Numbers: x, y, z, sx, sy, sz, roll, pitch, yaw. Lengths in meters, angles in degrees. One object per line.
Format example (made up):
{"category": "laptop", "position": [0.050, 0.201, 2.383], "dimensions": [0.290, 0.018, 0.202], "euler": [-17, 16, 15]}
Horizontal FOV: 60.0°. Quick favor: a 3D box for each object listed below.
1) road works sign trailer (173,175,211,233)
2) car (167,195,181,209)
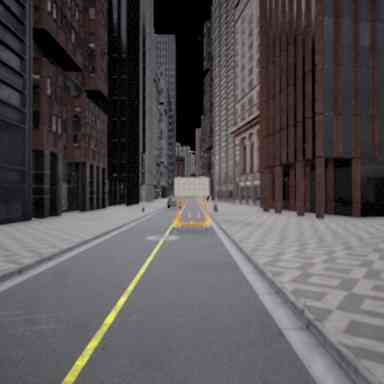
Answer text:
{"category": "road works sign trailer", "position": [-0.002, 0.723, 21.663], "dimensions": [2.380, 3.560, 2.880], "euler": [0, -1, 0]}
{"category": "car", "position": [-3.058, 1.812, 57.366], "dimensions": [2.150, 2.045, 5.566], "euler": [0, 0, 1]}
